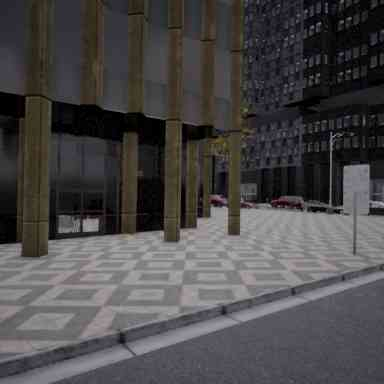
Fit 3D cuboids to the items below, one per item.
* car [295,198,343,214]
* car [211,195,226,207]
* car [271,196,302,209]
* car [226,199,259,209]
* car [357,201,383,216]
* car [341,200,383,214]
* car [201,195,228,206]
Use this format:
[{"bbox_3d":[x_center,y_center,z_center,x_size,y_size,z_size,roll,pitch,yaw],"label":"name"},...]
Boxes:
[{"bbox_3d":[13.115,1.539,33.803,1.947,1.339,4.313,1,-1,-35],"label":"car"},{"bbox_3d":[3.543,1.311,47.291,2.192,1.841,5.009,1,-1,-35],"label":"car"},{"bbox_3d":[13.679,1.486,47.737,2.192,1.841,5.009,1,-1,-35],"label":"car"},{"bbox_3d":[6.731,1.570,42.793,1.802,1.307,4.206,1,-1,-35],"label":"car"},{"bbox_3d":[16.308,1.517,29.309,2.008,1.369,4.403,1,-1,-35],"label":"car"},{"bbox_3d":[20.060,1.707,38.746,2.008,1.369,4.403,1,-1,-35],"label":"car"},{"bbox_3d":[4.103,1.511,61.221,2.192,1.841,5.009,1,-1,-35],"label":"car"}]
